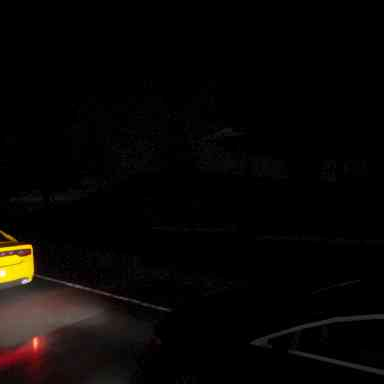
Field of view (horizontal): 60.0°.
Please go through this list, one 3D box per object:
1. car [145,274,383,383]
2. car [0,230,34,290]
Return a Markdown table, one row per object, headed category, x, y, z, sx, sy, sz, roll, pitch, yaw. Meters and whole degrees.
| category | x | y | z | sx | sy | sz | roll | pitch | yaw |
| --- | --- | --- | --- | --- | --- | --- | --- | --- | --- |
| car | 1.767 | 1.492 | 2.747 | 4.902 | 1.511 | 2.128 | 0 | 0 | 35 |
| car | -5.831 | 1.469 | 8.000 | 5.008 | 1.535 | 1.882 | 0 | 0 | 35 |
